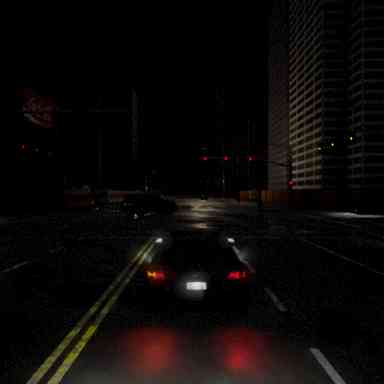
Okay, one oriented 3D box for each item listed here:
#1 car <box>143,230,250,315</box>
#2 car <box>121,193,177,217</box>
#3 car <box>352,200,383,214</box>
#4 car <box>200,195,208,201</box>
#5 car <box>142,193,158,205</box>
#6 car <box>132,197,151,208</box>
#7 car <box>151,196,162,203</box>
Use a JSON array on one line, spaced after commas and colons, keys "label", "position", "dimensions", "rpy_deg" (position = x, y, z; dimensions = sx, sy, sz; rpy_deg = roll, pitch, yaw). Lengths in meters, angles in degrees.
[{"label": "car", "position": [0.075, 1.563, 7.661], "dimensions": [1.994, 1.385, 4.181], "rpy_deg": [0, 0, 0]}, {"label": "car", "position": [-4.057, 1.218, 31.828], "dimensions": [5.566, 2.045, 2.150], "rpy_deg": [0, 1, -41]}, {"label": "car", "position": [19.619, 1.544, 34.452], "dimensions": [5.357, 1.411, 2.033], "rpy_deg": [0, 0, 0]}, {"label": "car", "position": [3.250, 1.517, 87.500], "dimensions": [2.128, 1.511, 4.902], "rpy_deg": [0, 0, 0]}, {"label": "car", "position": [-7.241, 1.216, 57.993], "dimensions": [2.150, 2.045, 5.566], "rpy_deg": [0, 0, 0]}, {"label": "car", "position": [-7.223, 1.487, 48.041], "dimensions": [2.128, 1.511, 4.902], "rpy_deg": [0, 0, 0]}, {"label": "car", "position": [-7.201, 1.498, 68.356], "dimensions": [1.837, 1.490, 4.892], "rpy_deg": [0, 0, 0]}]
